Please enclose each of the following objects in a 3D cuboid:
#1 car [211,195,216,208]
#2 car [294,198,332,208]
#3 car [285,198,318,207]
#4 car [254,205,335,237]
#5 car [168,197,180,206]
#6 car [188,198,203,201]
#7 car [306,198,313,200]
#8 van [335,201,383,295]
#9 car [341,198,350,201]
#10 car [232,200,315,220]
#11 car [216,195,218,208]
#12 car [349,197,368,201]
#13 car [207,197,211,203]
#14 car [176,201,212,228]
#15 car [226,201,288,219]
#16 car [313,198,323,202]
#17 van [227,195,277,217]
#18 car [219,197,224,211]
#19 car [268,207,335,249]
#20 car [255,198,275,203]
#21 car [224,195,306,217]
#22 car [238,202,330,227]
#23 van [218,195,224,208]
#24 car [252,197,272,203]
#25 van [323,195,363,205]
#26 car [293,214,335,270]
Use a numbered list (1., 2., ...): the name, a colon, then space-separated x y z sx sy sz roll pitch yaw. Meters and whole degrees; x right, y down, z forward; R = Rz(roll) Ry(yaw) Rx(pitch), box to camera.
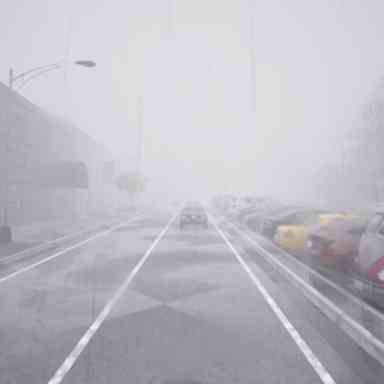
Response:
1. car: 5.615 1.354 43.056 5.566 2.045 2.435 0 0 0
2. car: 18.671 1.666 51.454 5.008 1.535 2.097 0 -1 0
3. car: 18.663 1.723 57.022 5.008 1.535 2.097 0 -1 0
4. car: 5.617 1.491 15.023 5.008 1.535 2.097 0 0 0
5. car: -3.299 1.673 61.673 2.097 1.767 4.553 0 -1 1
6. car: 0.092 1.700 42.651 1.994 1.385 4.181 0 0 0
7. car: 18.668 1.683 48.667 4.674 1.452 2.002 0 0 0
8. van: 5.518 1.255 6.616 4.442 1.987 1.878 0 0 0
9. car: 18.670 1.607 34.746 4.674 1.452 2.002 0 0 0
10. car: 5.604 1.518 23.428 4.892 1.521 2.231 0 0 0
11. car: 5.556 1.464 40.254 4.553 1.767 2.185 0 0 0
12. car: 18.490 1.552 31.961 5.366 1.575 1.946 0 0 0
13. car: 5.615 1.415 51.466 5.566 2.045 2.435 0 0 0
14. car: 0.096 1.595 22.682 2.033 1.411 5.357 0 0 0
15. car: 5.595 1.541 29.039 5.008 1.535 2.097 0 0 0
16. car: 18.635 1.480 43.099 4.553 1.767 2.185 0 0 0
17. van: 5.713 1.327 31.844 4.442 1.987 1.878 0 0 0
18. car: 5.587 1.567 34.645 4.892 1.521 2.231 0 0 0
19. car: 5.812 1.484 12.223 5.366 1.575 1.946 0 0 0
20. car: 18.682 2.154 85.504 4.674 1.452 2.002 0 -1 0
21. car: 5.633 1.278 26.237 5.566 2.045 2.435 0 0 0
22. car: 5.584 1.536 20.630 4.792 1.488 2.163 0 0 0
23. van: 5.474 1.352 37.450 4.442 1.987 1.878 0 0 0
24. car: 18.692 2.158 88.653 5.008 1.535 2.097 0 -1 0
25. van: 18.783 1.365 40.319 4.442 1.987 1.878 0 0 0
26. car: 5.660 1.514 9.420 4.792 1.488 2.163 0 0 0
